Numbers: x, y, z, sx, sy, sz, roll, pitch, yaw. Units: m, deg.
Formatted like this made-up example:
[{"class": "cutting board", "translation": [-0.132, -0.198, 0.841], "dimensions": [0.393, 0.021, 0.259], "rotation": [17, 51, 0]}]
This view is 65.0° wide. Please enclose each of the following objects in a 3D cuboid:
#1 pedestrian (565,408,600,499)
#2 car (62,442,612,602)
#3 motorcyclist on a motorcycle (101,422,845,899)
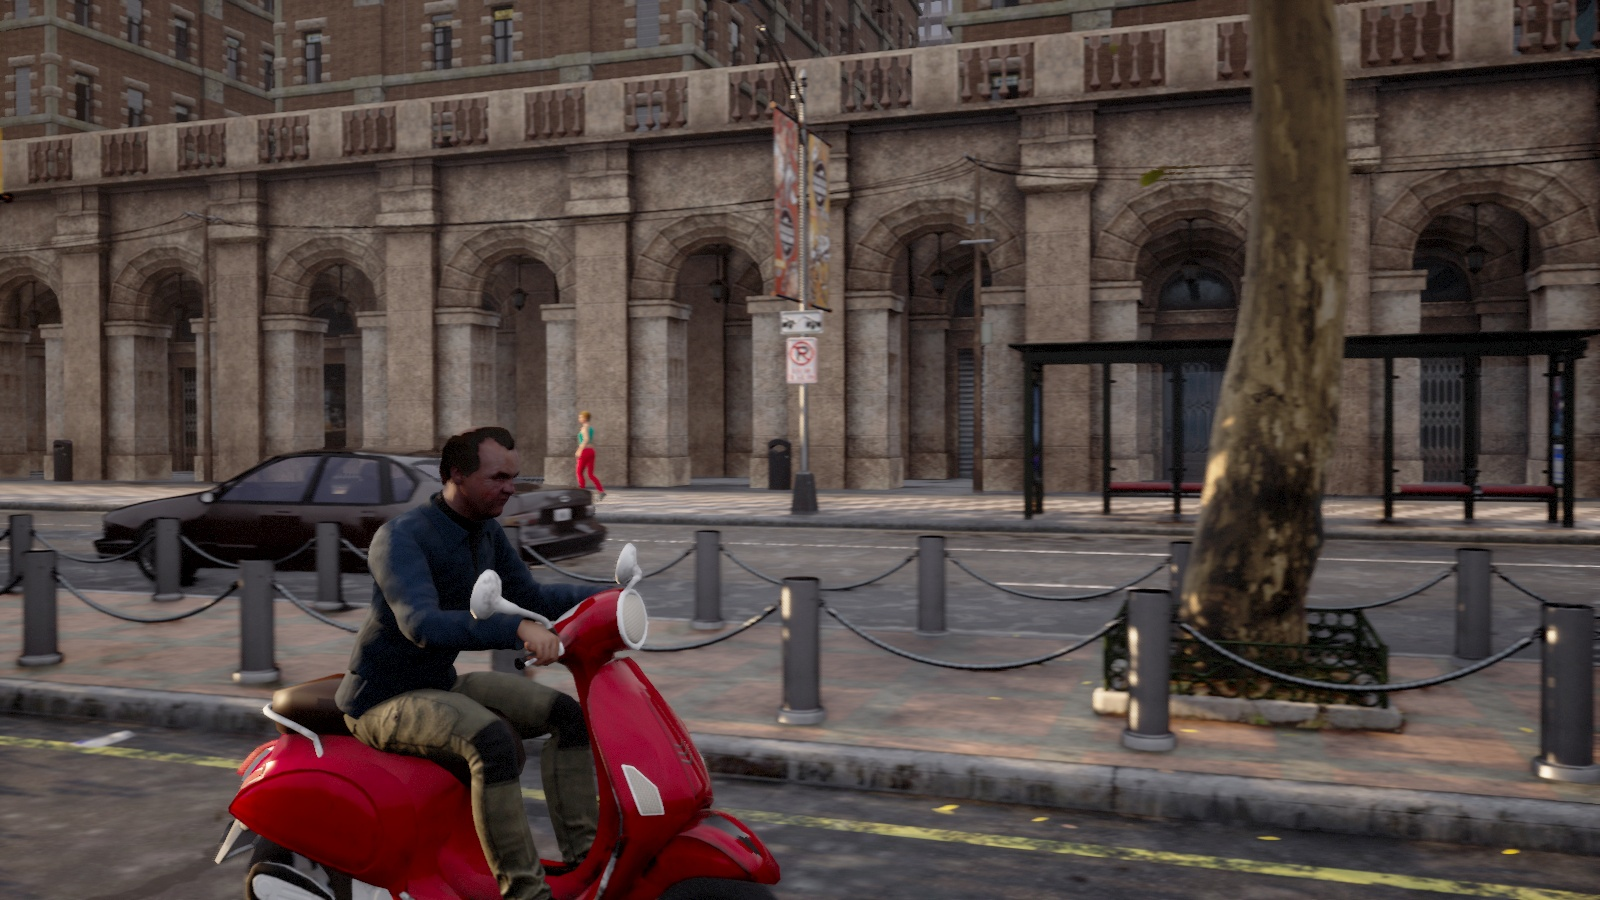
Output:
[{"class": "pedestrian", "translation": [-4.425, 0.057, 25.564], "dimensions": [0.594, 1.836, 0.345], "rotation": [1, 1, 20]}, {"class": "car", "translation": [-4.865, 0.644, 13.263], "dimensions": [5.357, 1.411, 2.033], "rotation": [1, 1, 19]}, {"class": "motorcyclist on a motorcycle", "translation": [-0.875, 0.721, 3.492], "dimensions": [1.817, 1.590, 0.866], "rotation": [1, 1, 19]}]
